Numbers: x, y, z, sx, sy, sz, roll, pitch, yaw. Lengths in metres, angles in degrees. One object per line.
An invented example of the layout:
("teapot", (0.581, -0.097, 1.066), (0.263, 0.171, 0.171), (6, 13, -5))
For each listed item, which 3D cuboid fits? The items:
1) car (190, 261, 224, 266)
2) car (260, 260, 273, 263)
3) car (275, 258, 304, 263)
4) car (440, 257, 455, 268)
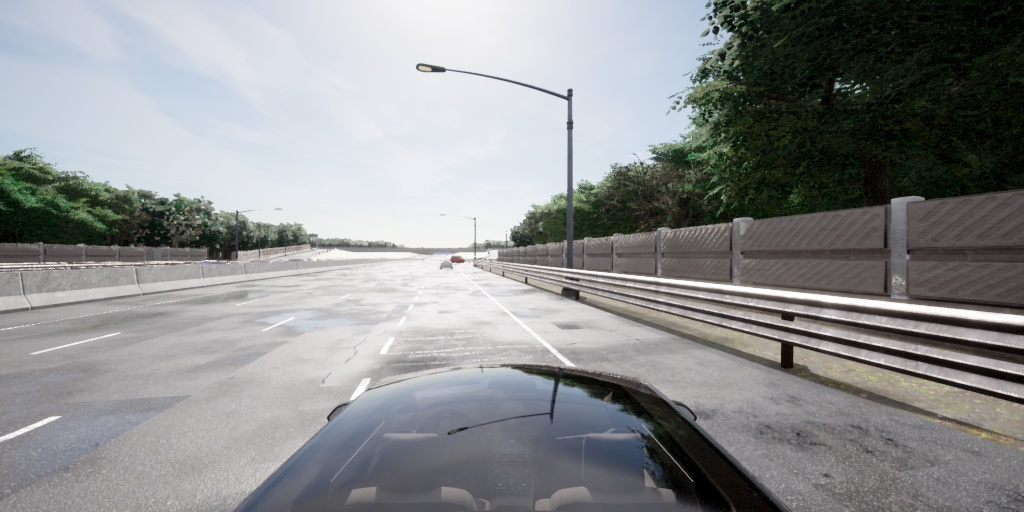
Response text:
("car", (-40.908, 1.340, 48.277), (2.033, 1.411, 5.357), (0, 0, -10))
("car", (-34.740, 1.348, 53.473), (2.033, 1.411, 5.357), (0, 0, -10))
("car", (-30.559, 1.146, 50.058), (2.097, 1.767, 4.553), (0, 0, -10))
("car", (-11.031, 1.335, 60.186), (1.812, 1.442, 4.674), (0, 0, -11))
